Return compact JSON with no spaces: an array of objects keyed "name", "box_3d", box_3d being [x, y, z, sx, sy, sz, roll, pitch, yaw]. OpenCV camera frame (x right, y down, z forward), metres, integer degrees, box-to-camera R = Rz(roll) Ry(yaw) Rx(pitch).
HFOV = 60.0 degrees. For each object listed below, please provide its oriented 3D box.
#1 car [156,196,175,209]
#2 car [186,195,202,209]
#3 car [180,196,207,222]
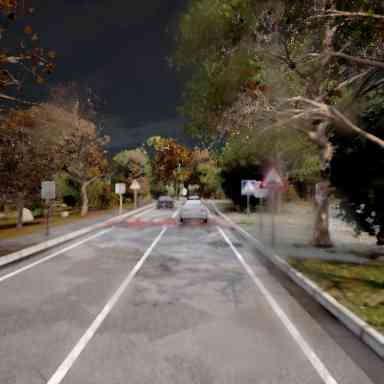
[{"name":"car","box_3d":[-3.159,1.258,40.334,1.837,1.490,4.892,0,0,2]},{"name":"car","box_3d":[0.285,1.205,41.739,1.882,1.535,5.008,0,1,1]},{"name":"car","box_3d":[0.128,1.272,23.708,1.812,1.442,4.674,1,2,0]}]
